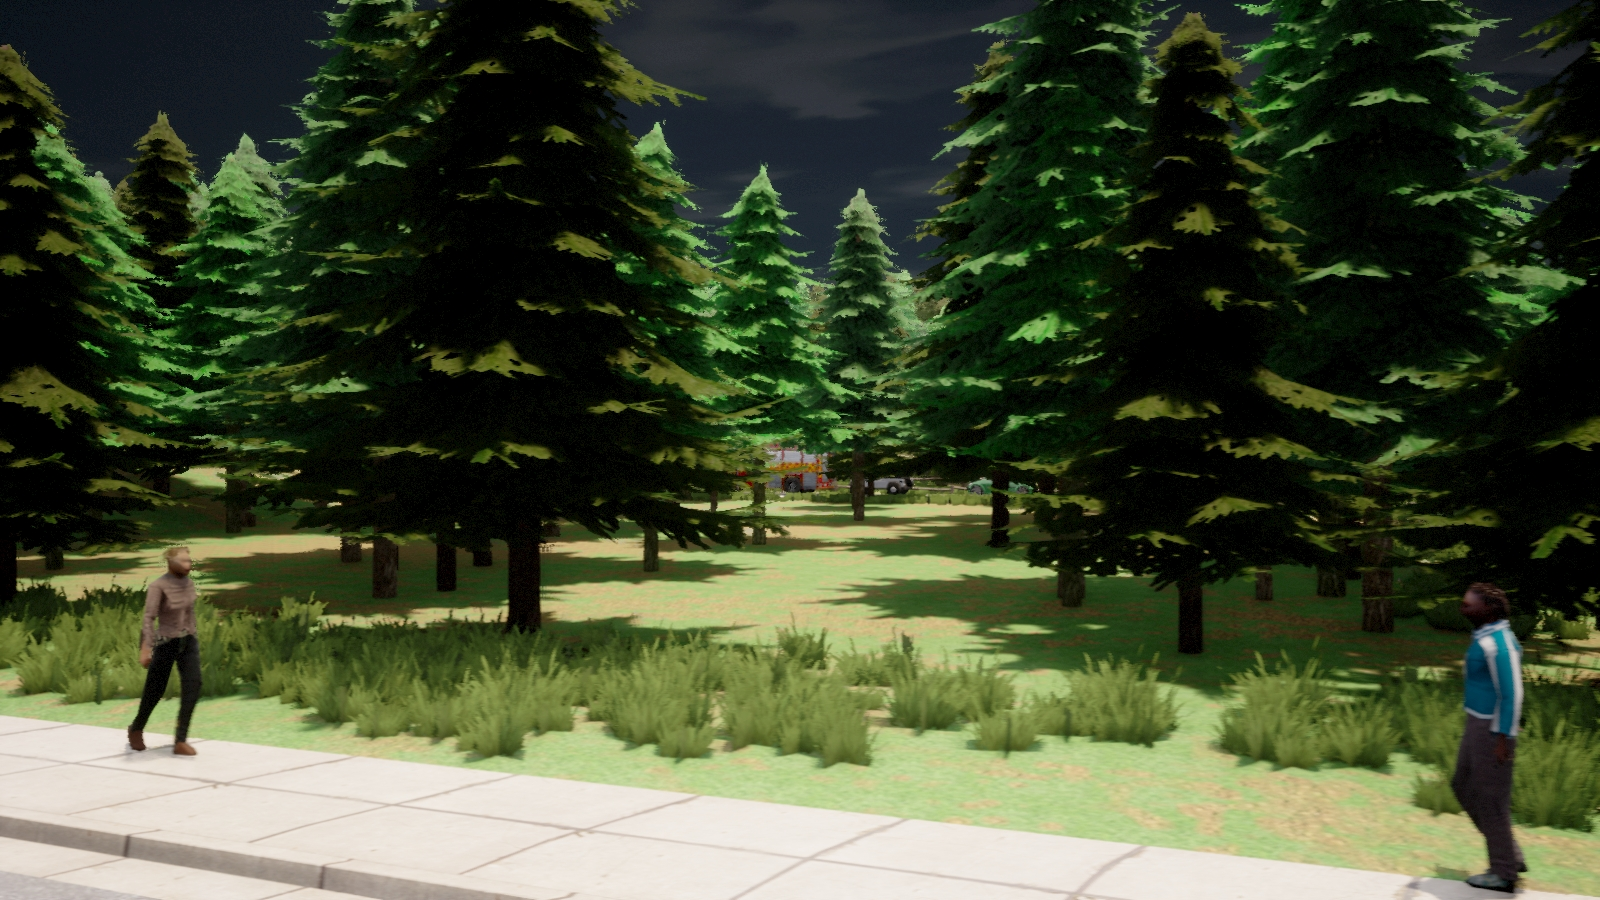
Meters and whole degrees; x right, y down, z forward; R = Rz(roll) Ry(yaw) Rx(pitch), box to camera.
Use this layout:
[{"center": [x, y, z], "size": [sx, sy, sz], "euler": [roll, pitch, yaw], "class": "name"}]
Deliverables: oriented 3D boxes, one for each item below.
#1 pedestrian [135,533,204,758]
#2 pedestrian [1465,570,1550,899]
[{"center": [-5.443, 1.664, 9.865], "size": [0.375, 1.860, 0.375], "euler": [0, 0, 27], "class": "pedestrian"}, {"center": [4.202, 1.670, 6.801], "size": [0.375, 1.860, 0.375], "euler": [0, 0, 22], "class": "pedestrian"}]
